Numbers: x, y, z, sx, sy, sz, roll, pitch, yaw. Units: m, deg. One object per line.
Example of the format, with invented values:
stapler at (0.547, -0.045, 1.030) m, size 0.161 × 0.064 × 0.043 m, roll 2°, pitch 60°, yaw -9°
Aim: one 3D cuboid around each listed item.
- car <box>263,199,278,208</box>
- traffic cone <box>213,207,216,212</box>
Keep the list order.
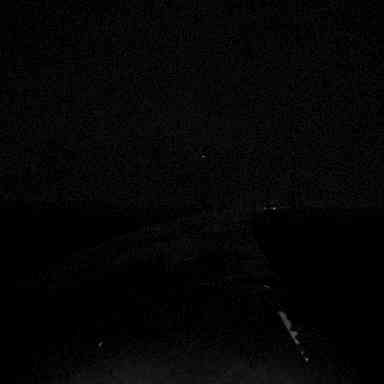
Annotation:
car at (15.891, 2.287, 67.342) m, size 2.097 × 1.767 × 4.553 m, roll -1°, pitch -2°, yaw 27°
traffic cone at (2.934, 2.254, 43.189) m, size 0.340 × 0.580 × 0.340 m, roll -1°, pitch -1°, yaw 18°
